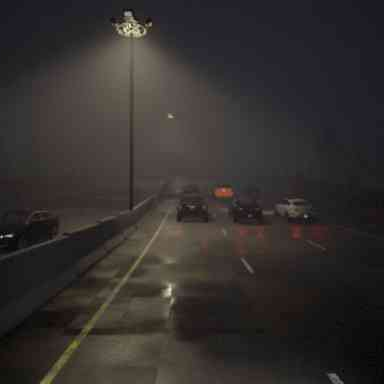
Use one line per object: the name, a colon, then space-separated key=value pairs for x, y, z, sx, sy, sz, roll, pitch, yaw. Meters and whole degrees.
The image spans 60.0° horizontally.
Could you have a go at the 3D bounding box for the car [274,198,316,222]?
car: x=7.021 y=1.129 z=22.866 sx=1.812 sy=1.442 sz=4.674 roll=0 pitch=4 yaw=0

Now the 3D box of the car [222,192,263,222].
car: x=3.521 y=1.108 z=22.670 sx=2.128 sy=1.511 sz=4.902 roll=0 pitch=3 yaw=0

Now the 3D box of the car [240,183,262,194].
car: x=6.923 y=-0.328 z=39.337 sx=1.812 sy=1.442 sz=4.674 roll=0 pitch=6 yaw=0

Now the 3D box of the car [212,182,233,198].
car: x=3.420 y=-0.345 z=37.856 sx=2.097 sy=1.767 sz=4.553 roll=0 pitch=6 yaw=0

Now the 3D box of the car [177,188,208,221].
car: x=0.019 y=0.910 z=23.624 sx=2.097 sy=1.767 sz=4.553 roll=0 pitch=4 yaw=0

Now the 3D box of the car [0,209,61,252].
car: x=-7.049 y=1.479 z=13.619 sx=2.128 sy=1.511 sz=4.902 roll=0 pitch=1 yaw=0

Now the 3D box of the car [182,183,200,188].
car: x=-0.080 y=-0.263 z=38.422 sx=2.128 sy=1.511 sz=4.902 roll=0 pitch=6 yaw=0
